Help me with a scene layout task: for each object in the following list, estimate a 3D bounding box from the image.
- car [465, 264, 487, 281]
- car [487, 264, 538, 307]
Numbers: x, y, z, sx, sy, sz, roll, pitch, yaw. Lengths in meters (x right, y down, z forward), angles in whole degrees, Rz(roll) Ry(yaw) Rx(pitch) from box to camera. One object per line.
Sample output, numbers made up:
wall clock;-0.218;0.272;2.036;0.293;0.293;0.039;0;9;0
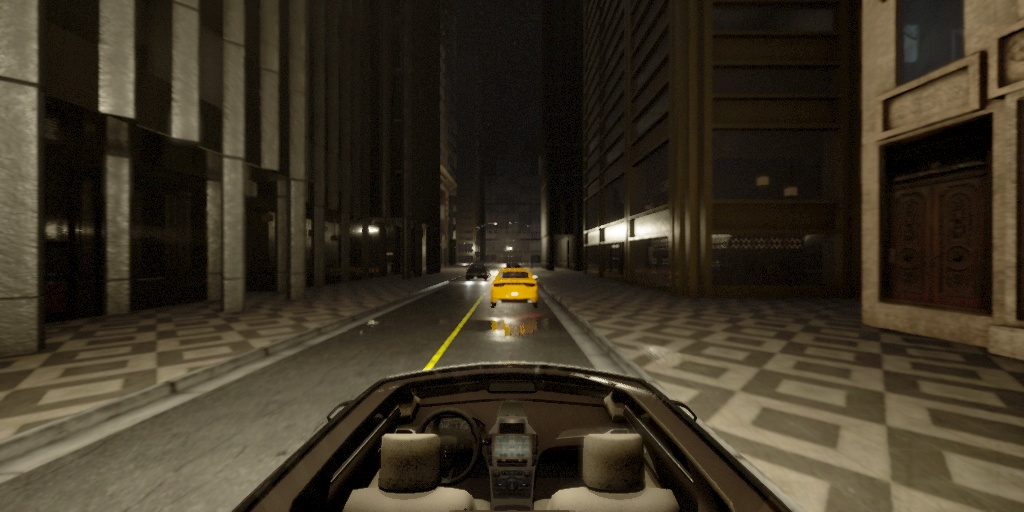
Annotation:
car;-3.009;1.428;32.173;2.033;1.411;5.357;0;0;0
car;0.097;1.282;15.872;1.882;1.535;5.008;0;0;0
